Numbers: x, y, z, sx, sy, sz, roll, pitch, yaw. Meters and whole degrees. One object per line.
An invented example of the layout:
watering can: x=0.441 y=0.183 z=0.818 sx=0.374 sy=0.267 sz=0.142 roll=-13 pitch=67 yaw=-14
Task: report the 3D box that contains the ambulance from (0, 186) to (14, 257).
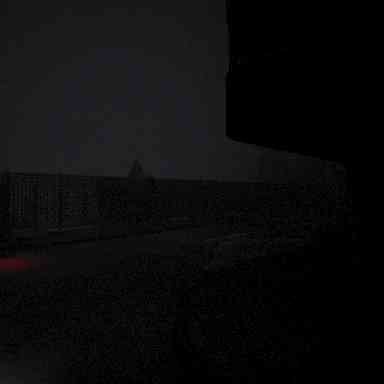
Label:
ambulance: x=-8.138 y=1.030 z=8.141 sx=2.351 sy=2.431 sz=6.366 roll=0 pitch=0 yaw=41
